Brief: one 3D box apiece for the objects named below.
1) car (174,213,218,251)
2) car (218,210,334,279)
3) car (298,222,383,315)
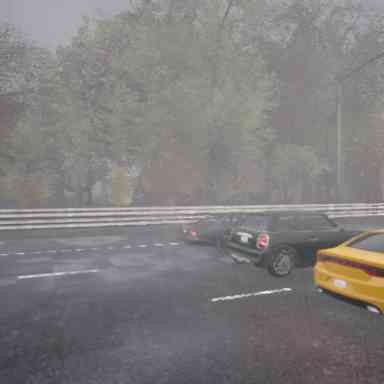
[{"bbox_3d":[2.012,1.501,13.309,5.357,1.411,2.033,0,0,-24],"label":"car"},{"bbox_3d":[3.371,1.334,10.079,4.553,1.767,2.097,0,0,-24],"label":"car"},{"bbox_3d":[4.884,1.485,6.930,5.008,1.535,1.882,0,0,-24],"label":"car"}]
